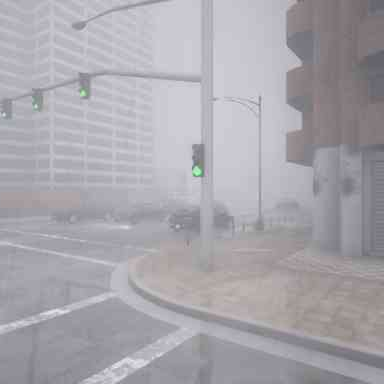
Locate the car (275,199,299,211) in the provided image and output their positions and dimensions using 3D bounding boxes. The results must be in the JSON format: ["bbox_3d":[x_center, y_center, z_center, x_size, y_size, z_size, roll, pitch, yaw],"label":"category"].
[{"bbox_3d":[11.648,1.526,40.701,1.812,1.442,4.674,0,0,35],"label":"car"}]

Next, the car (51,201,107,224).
[{"bbox_3d":[-8.118,1.478,25.195,1.882,1.535,5.008,0,0,35],"label":"car"}]

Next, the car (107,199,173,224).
[{"bbox_3d":[-3.817,1.526,25.182,1.812,1.442,4.674,0,0,35],"label":"car"}]

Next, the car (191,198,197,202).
[{"bbox_3d":[1.881,1.564,33.234,1.994,1.385,4.181,0,0,36],"label":"car"}]

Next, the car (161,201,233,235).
[{"bbox_3d":[0.665,1.504,19.084,1.837,1.490,4.892,0,0,35],"label":"car"}]

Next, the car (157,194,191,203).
[{"bbox_3d":[-2.541,1.352,33.063,2.097,1.767,4.553,0,0,35],"label":"car"}]
